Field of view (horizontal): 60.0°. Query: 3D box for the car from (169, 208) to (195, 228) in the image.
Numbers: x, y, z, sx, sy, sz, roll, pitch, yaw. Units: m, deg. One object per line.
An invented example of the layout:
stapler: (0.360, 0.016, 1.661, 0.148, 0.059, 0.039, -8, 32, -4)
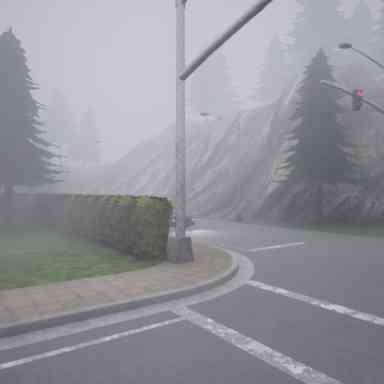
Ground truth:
car: (-2.013, 1.545, 21.525, 2.033, 1.411, 5.357, 0, 0, -36)
